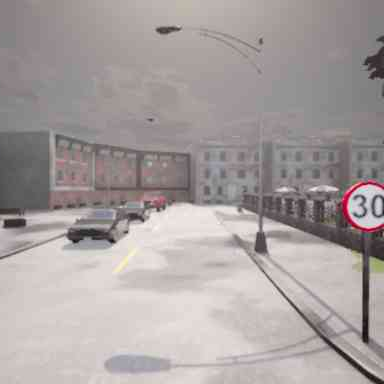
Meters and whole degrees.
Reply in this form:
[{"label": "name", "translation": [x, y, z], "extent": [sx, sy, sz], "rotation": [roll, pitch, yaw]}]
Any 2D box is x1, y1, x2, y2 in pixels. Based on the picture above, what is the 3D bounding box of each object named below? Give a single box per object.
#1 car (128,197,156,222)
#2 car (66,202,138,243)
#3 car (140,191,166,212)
[{"label": "car", "translation": [-4.130, 1.364, 24.472], "extent": [2.033, 1.411, 5.357], "rotation": [0, 0, -1]}, {"label": "car", "translation": [-4.101, 1.430, 15.639], "extent": [2.033, 1.411, 5.357], "rotation": [0, 0, -1]}, {"label": "car", "translation": [-4.139, 0.959, 35.184], "extent": [2.150, 2.045, 5.566], "rotation": [0, 0, 5]}]
